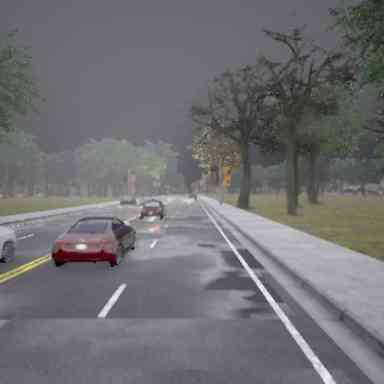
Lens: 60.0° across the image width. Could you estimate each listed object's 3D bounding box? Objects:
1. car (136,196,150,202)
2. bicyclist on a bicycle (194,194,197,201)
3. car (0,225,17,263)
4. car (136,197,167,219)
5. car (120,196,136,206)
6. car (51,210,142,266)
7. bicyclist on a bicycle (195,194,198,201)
[{"bbox_3d":[-6.595,1.392,49.479,1.812,1.442,4.674,0,0,0],"label":"car"},{"bbox_3d":[0.859,1.258,77.381,0.582,1.620,1.656,0,0,0],"label":"bicyclist on a bicycle"},{"bbox_3d":[-6.592,1.497,9.067,1.812,1.442,4.674,0,0,0],"label":"car"},{"bbox_3d":[-3.163,1.444,27.718,1.812,1.442,4.674,0,0,0],"label":"car"},{"bbox_3d":[-9.839,1.339,51.625,1.882,1.535,5.008,0,0,0],"label":"car"},{"bbox_3d":[-3.155,1.528,11.481,1.994,1.385,4.181,0,0,0],"label":"car"},{"bbox_3d":[0.855,1.260,68.547,0.866,1.612,1.509,0,0,0],"label":"bicyclist on a bicycle"}]
